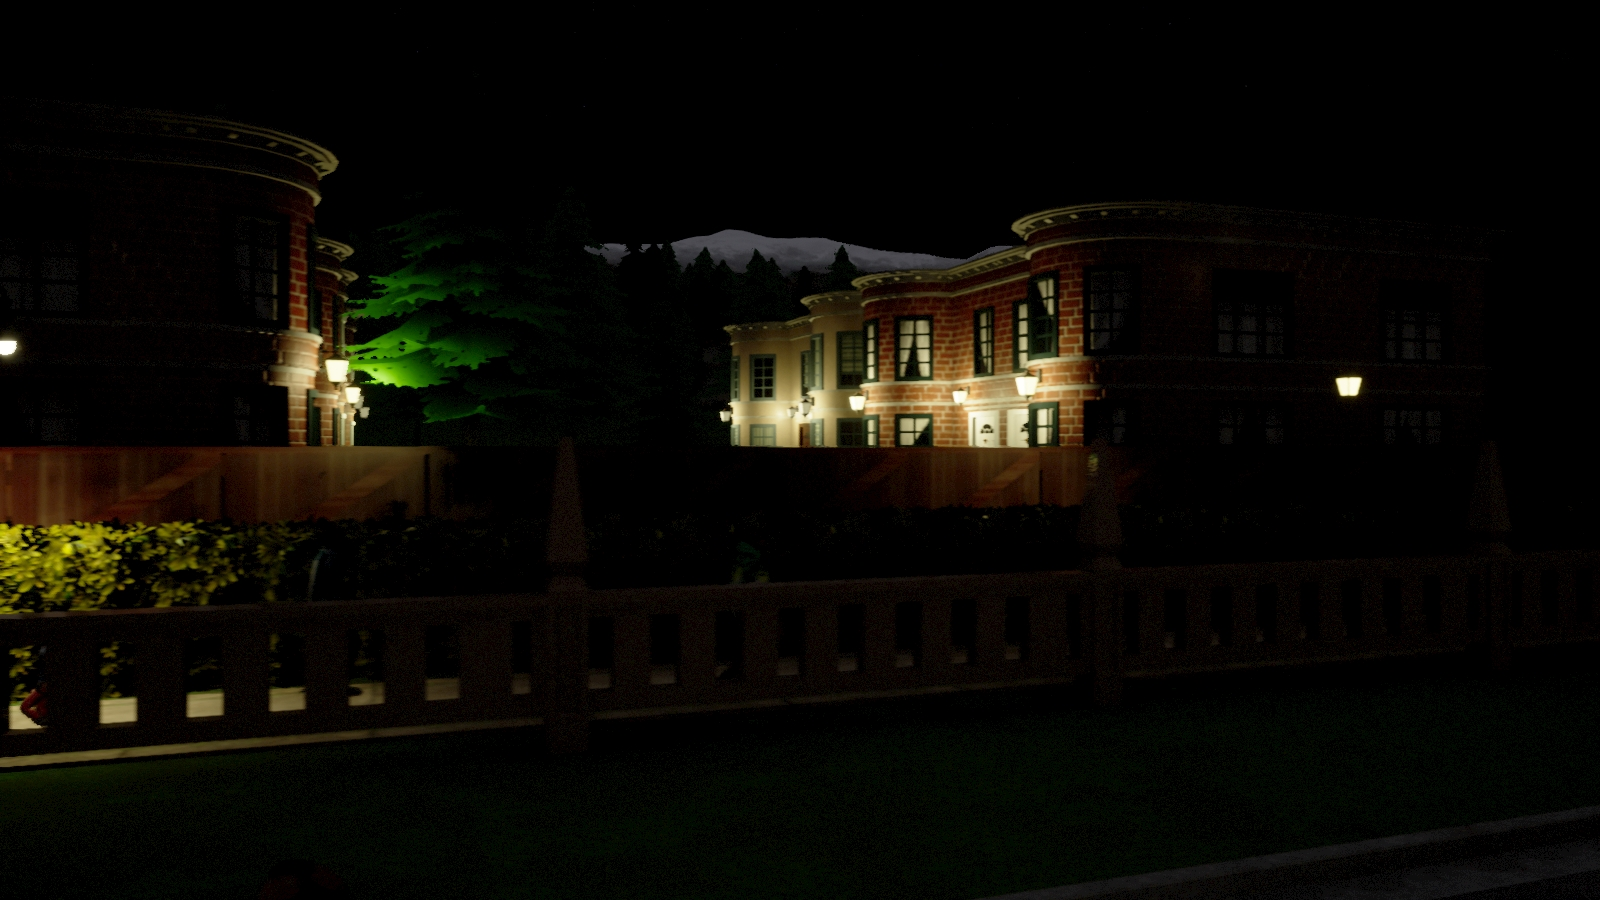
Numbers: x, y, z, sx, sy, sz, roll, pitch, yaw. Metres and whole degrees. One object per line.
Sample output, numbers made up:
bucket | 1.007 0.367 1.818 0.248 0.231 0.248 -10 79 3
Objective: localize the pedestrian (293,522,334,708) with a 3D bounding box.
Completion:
pedestrian | -5.048 1.694 11.869 0.375 1.860 0.375 0 0 -20

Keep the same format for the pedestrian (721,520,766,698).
pedestrian | -0.611 1.697 12.352 0.375 1.860 0.375 0 0 -24

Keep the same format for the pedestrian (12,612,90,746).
pedestrian | -6.847 2.076 10.465 0.500 1.100 0.500 0 0 -21
